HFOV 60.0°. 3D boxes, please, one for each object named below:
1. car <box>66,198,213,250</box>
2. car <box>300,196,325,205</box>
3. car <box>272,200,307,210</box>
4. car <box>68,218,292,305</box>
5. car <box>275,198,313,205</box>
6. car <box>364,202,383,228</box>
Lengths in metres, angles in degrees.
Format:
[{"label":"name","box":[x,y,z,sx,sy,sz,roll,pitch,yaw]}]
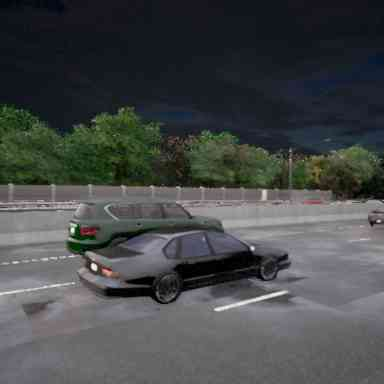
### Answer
[{"label":"car","box":[-1.345,1.233,11.386,5.566,2.045,2.150,0,0,-35]},{"label":"car","box":[15.863,1.550,45.372,5.566,2.045,2.150,1,-1,-35]},{"label":"car","box":[14.320,1.880,48.565,5.357,1.411,2.033,1,0,-35]},{"label":"car","box":[0.083,1.557,8.112,5.357,1.411,2.033,0,0,-36]},{"label":"car","box":[9.028,1.646,31.923,5.008,1.535,1.882,1,-1,-35]},{"label":"car","box":[13.544,1.637,22.004,4.902,1.511,2.128,1,0,-35]}]
